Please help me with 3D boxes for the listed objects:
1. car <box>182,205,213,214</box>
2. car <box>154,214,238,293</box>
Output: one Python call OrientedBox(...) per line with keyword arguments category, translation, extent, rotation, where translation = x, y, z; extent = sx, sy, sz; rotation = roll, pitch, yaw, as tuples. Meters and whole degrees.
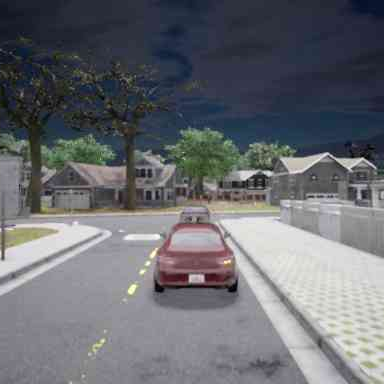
OrientedBox(category="car", translation=(0.288, 1.520, 21.052), extent=(2.033, 1.411, 5.357), rotation=(0, 0, 4))
OrientedBox(category="car", translation=(0.090, 1.514, 8.725), extent=(1.812, 1.442, 4.674), rotation=(0, 0, 0))
